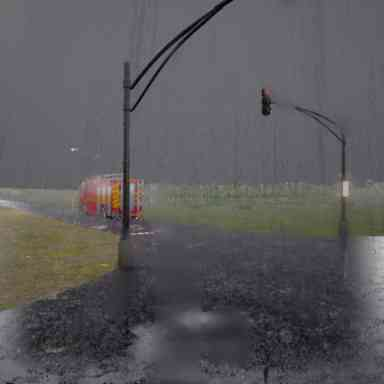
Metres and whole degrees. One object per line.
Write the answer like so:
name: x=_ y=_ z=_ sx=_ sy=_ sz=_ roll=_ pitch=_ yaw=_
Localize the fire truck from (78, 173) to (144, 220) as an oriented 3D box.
fire truck: x=-7.590 y=0.411 z=30.353 sx=2.891 sy=3.827 sz=8.468 roll=0 pitch=0 yaw=-36
